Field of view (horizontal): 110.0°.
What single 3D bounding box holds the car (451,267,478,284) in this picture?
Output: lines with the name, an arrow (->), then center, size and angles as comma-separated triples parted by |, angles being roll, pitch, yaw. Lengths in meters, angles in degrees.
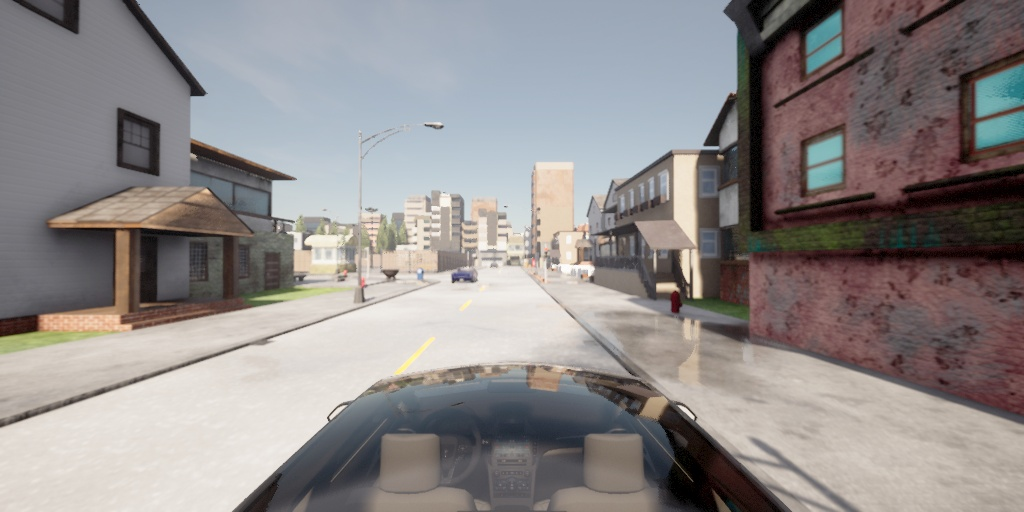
car -> -4.010, 1.624, 30.729 | 1.895, 1.301, 4.718 | 0, -1, 0
